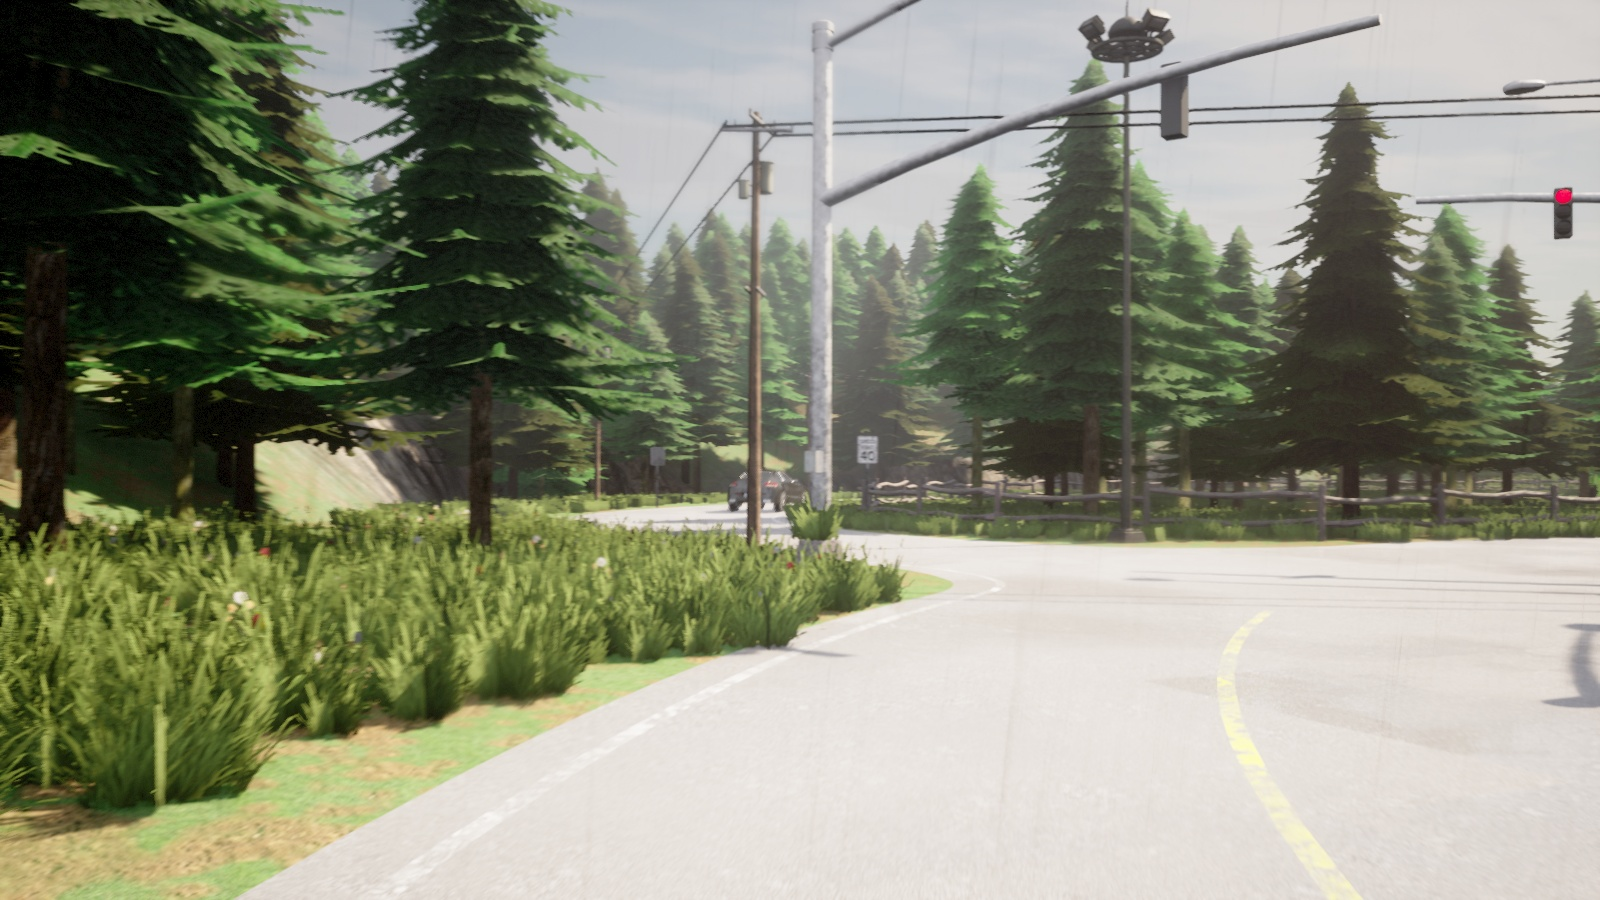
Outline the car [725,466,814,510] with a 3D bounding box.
[{"bbox_3d":[-1.152,1.460,49.914,2.152,1.651,5.027,-1,-1,16],"label":"car"}]
